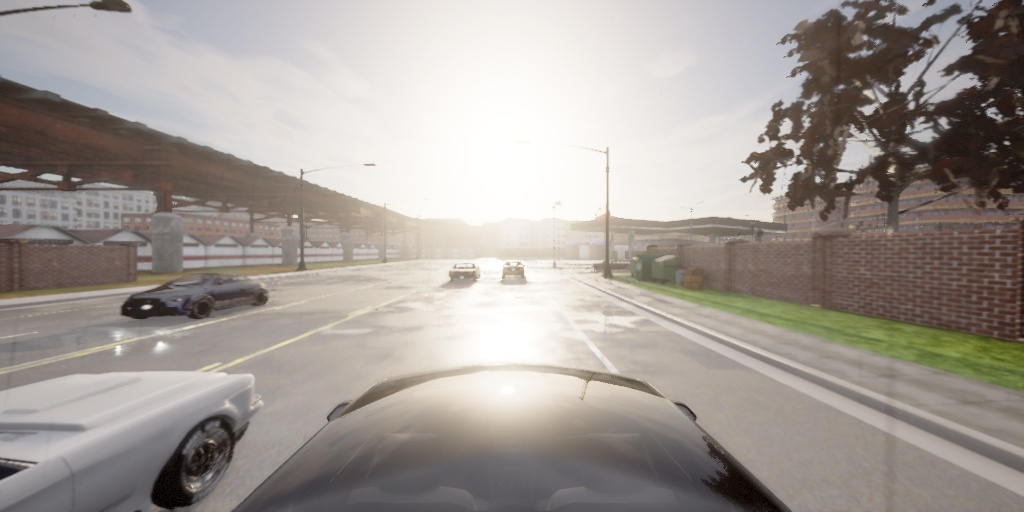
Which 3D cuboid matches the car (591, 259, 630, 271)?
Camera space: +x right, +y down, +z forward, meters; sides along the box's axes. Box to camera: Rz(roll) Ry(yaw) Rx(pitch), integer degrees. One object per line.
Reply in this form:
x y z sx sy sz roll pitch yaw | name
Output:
11.040 0.998 38.985 4.718 1.301 1.895 0 1 4 | car

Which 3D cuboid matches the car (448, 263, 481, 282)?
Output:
-3.397 1.149 26.579 1.895 1.301 4.718 0 1 0 | car

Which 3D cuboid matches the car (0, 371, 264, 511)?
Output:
-3.400 1.350 1.407 1.895 1.301 4.718 0 0 0 | car

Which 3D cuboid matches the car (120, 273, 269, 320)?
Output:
-10.539 1.273 12.345 1.994 1.385 4.181 0 0 1 | car

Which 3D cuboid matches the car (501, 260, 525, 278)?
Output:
0.102 1.057 29.758 2.033 1.411 5.357 0 1 0 | car
